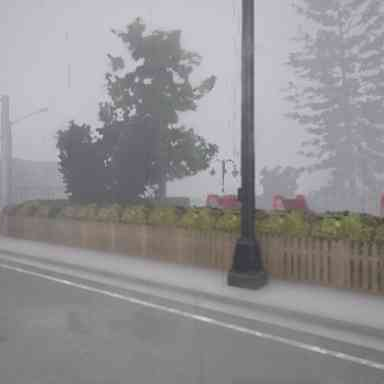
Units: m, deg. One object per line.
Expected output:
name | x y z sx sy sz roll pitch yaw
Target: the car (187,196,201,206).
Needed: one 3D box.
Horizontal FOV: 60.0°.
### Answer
car | -0.369 1.462 53.519 2.128 1.511 4.902 0 0 36
